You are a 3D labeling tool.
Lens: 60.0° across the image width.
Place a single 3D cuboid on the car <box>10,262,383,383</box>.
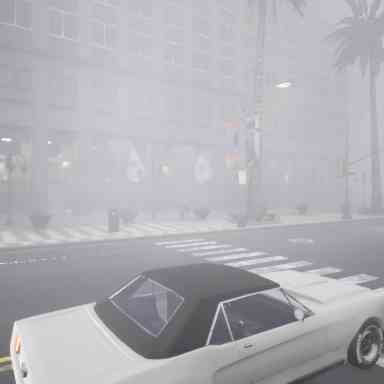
[{"bbox_3d":[0.481,1.601,4.134,4.718,1.301,1.895,0,0,-33],"label":"car"}]
